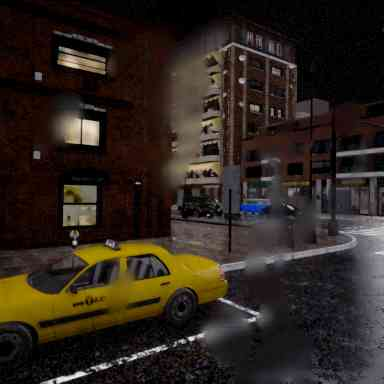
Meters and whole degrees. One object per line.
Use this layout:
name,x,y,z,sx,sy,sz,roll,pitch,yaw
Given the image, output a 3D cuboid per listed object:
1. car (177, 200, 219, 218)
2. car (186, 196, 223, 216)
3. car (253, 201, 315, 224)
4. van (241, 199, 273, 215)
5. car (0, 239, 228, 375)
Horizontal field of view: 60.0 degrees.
car,0.231,1.732,31.886,1.947,1.339,4.313,1,-1,-35
car,1.129,1.452,35.166,2.150,2.045,5.566,1,-1,-35
car,7.325,1.654,26.181,1.812,1.442,4.674,1,-1,-35
van,7.129,1.657,36.646,1.690,1.788,3.998,1,-1,-35
car,-1.595,1.526,5.572,4.829,1.417,1.752,0,1,-35
